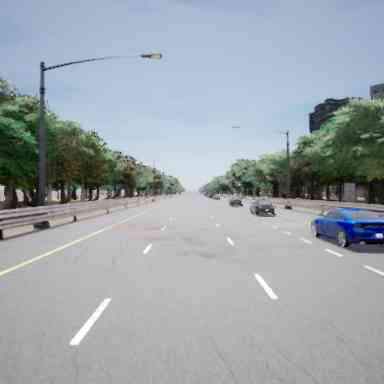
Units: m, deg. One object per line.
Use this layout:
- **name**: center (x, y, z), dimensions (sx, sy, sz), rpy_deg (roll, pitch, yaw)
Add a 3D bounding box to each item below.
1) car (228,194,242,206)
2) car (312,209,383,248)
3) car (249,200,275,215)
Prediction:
- **car**: center (6.986, 1.539, 54.106), dimensions (1.812, 1.442, 4.674), rpy_deg (0, 0, 0)
- **car**: center (6.996, 1.497, 14.904), dimensions (1.882, 1.535, 5.008), rpy_deg (0, 0, 0)
- **car**: center (6.989, 1.538, 33.276), dimensions (1.812, 1.442, 4.674), rpy_deg (0, 0, 0)
